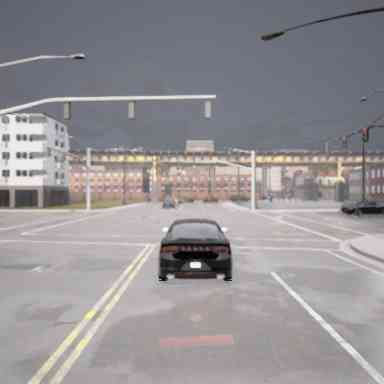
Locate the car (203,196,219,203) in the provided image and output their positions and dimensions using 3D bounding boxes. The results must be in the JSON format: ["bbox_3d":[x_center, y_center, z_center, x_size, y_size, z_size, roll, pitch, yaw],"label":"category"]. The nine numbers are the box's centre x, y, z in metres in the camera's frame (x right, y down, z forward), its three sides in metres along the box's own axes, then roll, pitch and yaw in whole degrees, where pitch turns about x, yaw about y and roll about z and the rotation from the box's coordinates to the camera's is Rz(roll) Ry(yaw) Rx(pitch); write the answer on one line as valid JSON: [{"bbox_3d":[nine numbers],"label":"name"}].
[{"bbox_3d":[4.895,1.826,84.041,2.097,1.767,4.553,0,0,39],"label":"car"}]

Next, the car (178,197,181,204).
[{"bbox_3d":[-3.561,1.820,61.184,1.882,1.535,5.008,0,0,1],"label":"car"}]

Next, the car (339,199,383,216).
[{"bbox_3d":[17.053,1.617,32.600,4.181,1.385,1.994,-1,0,1],"label":"car"}]

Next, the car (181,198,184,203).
[{"bbox_3d":[-3.497,1.754,71.237,2.097,1.767,4.553,0,0,2],"label":"car"}]

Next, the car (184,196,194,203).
[{"bbox_3d":[-1.103,1.809,81.083,2.097,1.767,4.553,0,0,23],"label":"car"}]

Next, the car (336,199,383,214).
[{"bbox_3d":[18.522,1.550,36.073,4.902,1.511,2.128,-1,0,1],"label":"car"}]

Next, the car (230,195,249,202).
[{"bbox_3d":[12.866,1.730,90.231,5.566,2.045,2.150,0,0,-24],"label":"car"}]

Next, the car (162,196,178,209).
[{"bbox_3d":[-3.583,1.796,51.971,1.837,1.490,4.892,0,0,0],"label":"car"}]

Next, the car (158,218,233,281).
[{"bbox_3d":[0.088,1.535,10.101,1.882,1.535,5.008,0,0,0],"label":"car"}]
